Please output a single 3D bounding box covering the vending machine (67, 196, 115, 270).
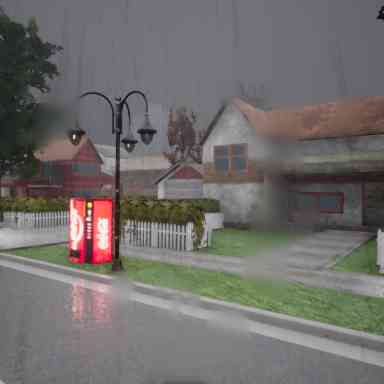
[{"bbox_3d":[-3.106,1.194,10.261,0.880,2.100,1.100,0,0,36],"label":"vending machine"}]
